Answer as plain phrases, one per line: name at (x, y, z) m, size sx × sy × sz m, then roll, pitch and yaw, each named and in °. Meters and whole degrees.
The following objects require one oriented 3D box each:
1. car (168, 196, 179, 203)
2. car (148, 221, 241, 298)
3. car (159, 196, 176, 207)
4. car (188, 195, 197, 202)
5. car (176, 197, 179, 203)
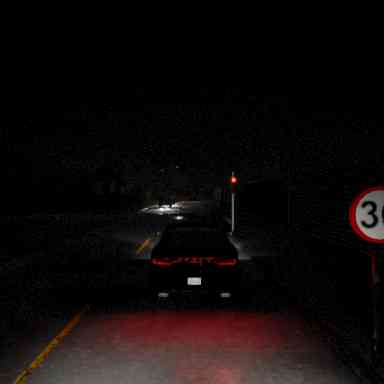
car at (-3.864, 1.595, 70.404) m, size 1.895 × 1.301 × 4.718 m, roll 0°, pitch 0°, yaw 0°
car at (0.068, 1.478, 8.554) m, size 1.882 × 1.535 × 5.008 m, roll 0°, pitch 0°, yaw 1°
car at (-3.997, 1.491, 50.872) m, size 2.128 × 1.511 × 4.902 m, roll 0°, pitch 0°, yaw 0°
car at (0.138, 1.339, 71.329) m, size 1.812 × 1.442 × 4.674 m, roll 0°, pitch 0°, yaw 0°
car at (-3.956, 1.492, 60.353) m, size 2.128 × 1.511 × 4.902 m, roll 0°, pitch 0°, yaw 0°
